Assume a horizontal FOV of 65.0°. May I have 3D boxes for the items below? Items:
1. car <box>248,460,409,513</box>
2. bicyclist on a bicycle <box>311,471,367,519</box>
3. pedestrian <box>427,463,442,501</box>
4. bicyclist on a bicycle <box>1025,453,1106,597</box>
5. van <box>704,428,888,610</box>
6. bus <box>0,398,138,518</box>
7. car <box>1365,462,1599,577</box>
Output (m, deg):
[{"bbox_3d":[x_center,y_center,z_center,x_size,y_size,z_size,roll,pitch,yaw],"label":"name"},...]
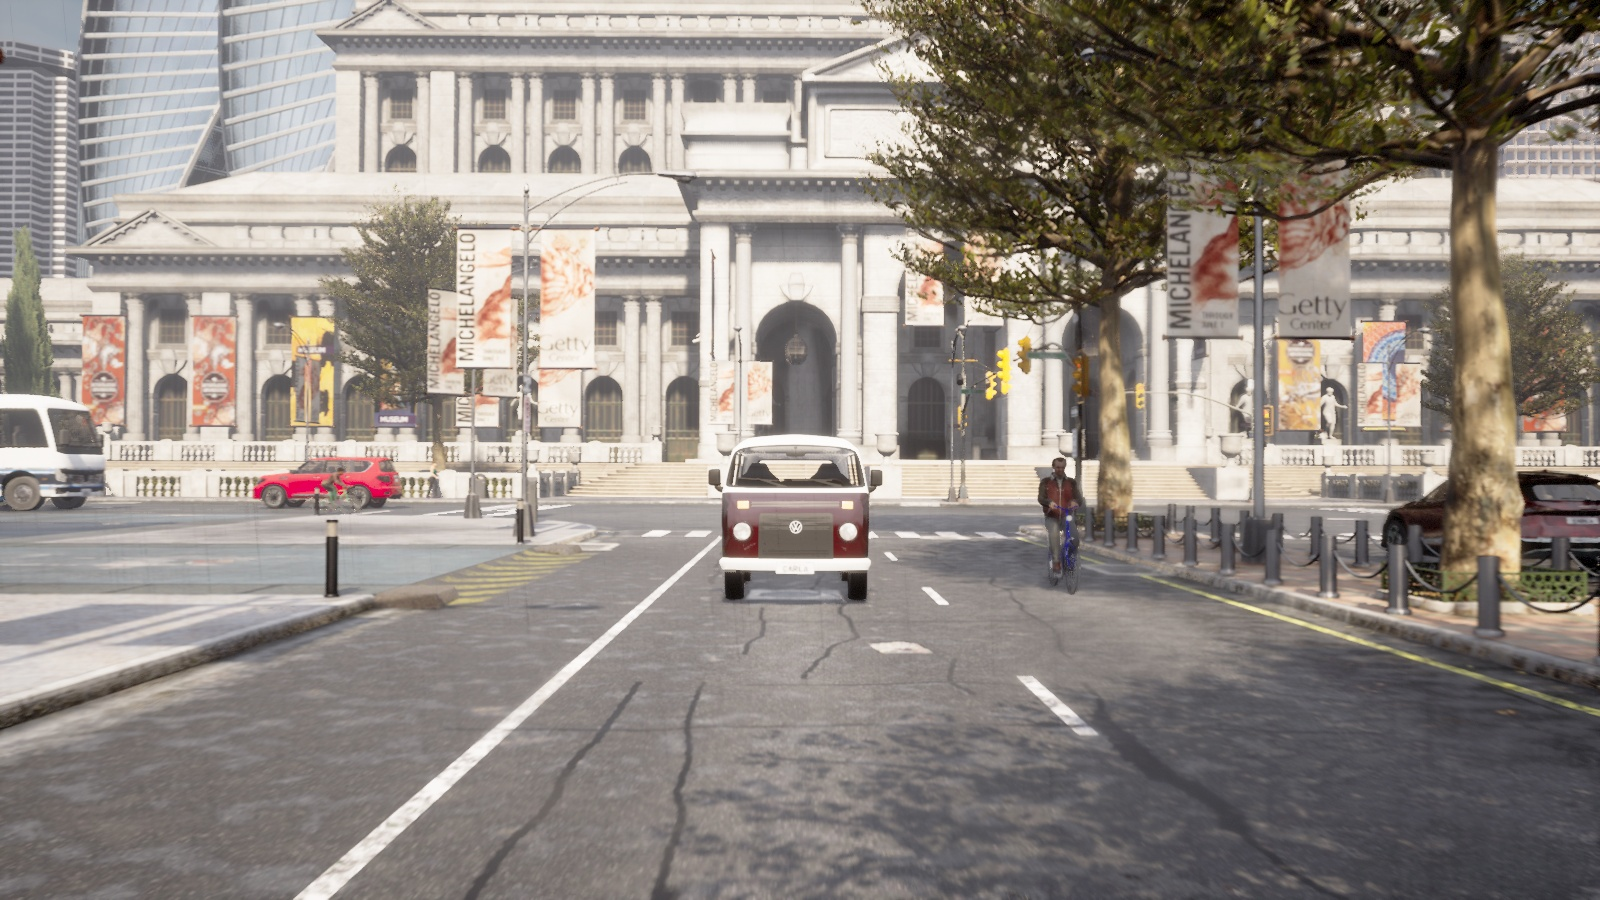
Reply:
[{"bbox_3d":[-18.629,1.440,49.828,5.566,2.045,2.150,0,-1,0],"label":"car"},{"bbox_3d":[-15.711,1.544,42.816,1.656,1.620,0.582,0,-1,0],"label":"bicyclist on a bicycle"},{"bbox_3d":[-17.713,1.556,60.833,0.594,1.836,0.345,0,-1,10],"label":"pedestrian"},{"bbox_3d":[3.451,0.946,16.452,0.659,1.776,1.843,0,-1,0],"label":"bicyclist on a bicycle"},{"bbox_3d":[-0.050,0.812,16.399,2.069,2.038,4.480,0,-1,0],"label":"van"},{"bbox_3d":[-30.601,0.333,46.323,10.273,4.253,3.944,0,-1,0],"label":"bus"},{"bbox_3d":[11.390,1.043,20.608,2.033,1.649,4.856,0,-1,0],"label":"car"}]
